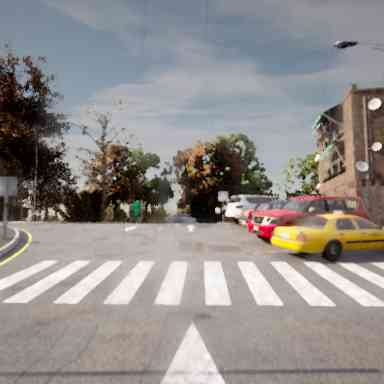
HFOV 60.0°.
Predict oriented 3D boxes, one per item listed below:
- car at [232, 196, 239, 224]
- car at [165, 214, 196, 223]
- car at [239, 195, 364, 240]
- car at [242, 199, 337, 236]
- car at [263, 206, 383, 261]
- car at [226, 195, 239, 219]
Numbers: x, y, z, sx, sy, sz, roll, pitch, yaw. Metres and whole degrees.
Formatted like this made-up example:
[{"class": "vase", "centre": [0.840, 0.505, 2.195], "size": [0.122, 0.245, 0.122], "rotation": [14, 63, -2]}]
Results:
[{"class": "car", "centre": [5.255, 1.341, 20.984], "size": [4.553, 1.767, 2.185], "rotation": [2, -3, -21]}, {"class": "car", "centre": [-1.241, 3.088, 37.318], "size": [1.895, 1.301, 4.718], "rotation": [-2, -7, 23]}, {"class": "car", "centre": [5.276, 1.194, 14.909], "size": [5.566, 2.045, 2.435], "rotation": [1, 0, -21]}, {"class": "car", "centre": [5.239, 1.311, 17.960], "size": [4.553, 1.767, 2.185], "rotation": [1, -1, -21]}, {"class": "car", "centre": [5.490, 1.453, 11.960], "size": [5.366, 1.575, 1.946], "rotation": [1, 0, -20]}, {"class": "car", "centre": [5.164, 1.326, 23.937], "size": [5.566, 2.045, 2.435], "rotation": [2, -5, -20]}]
